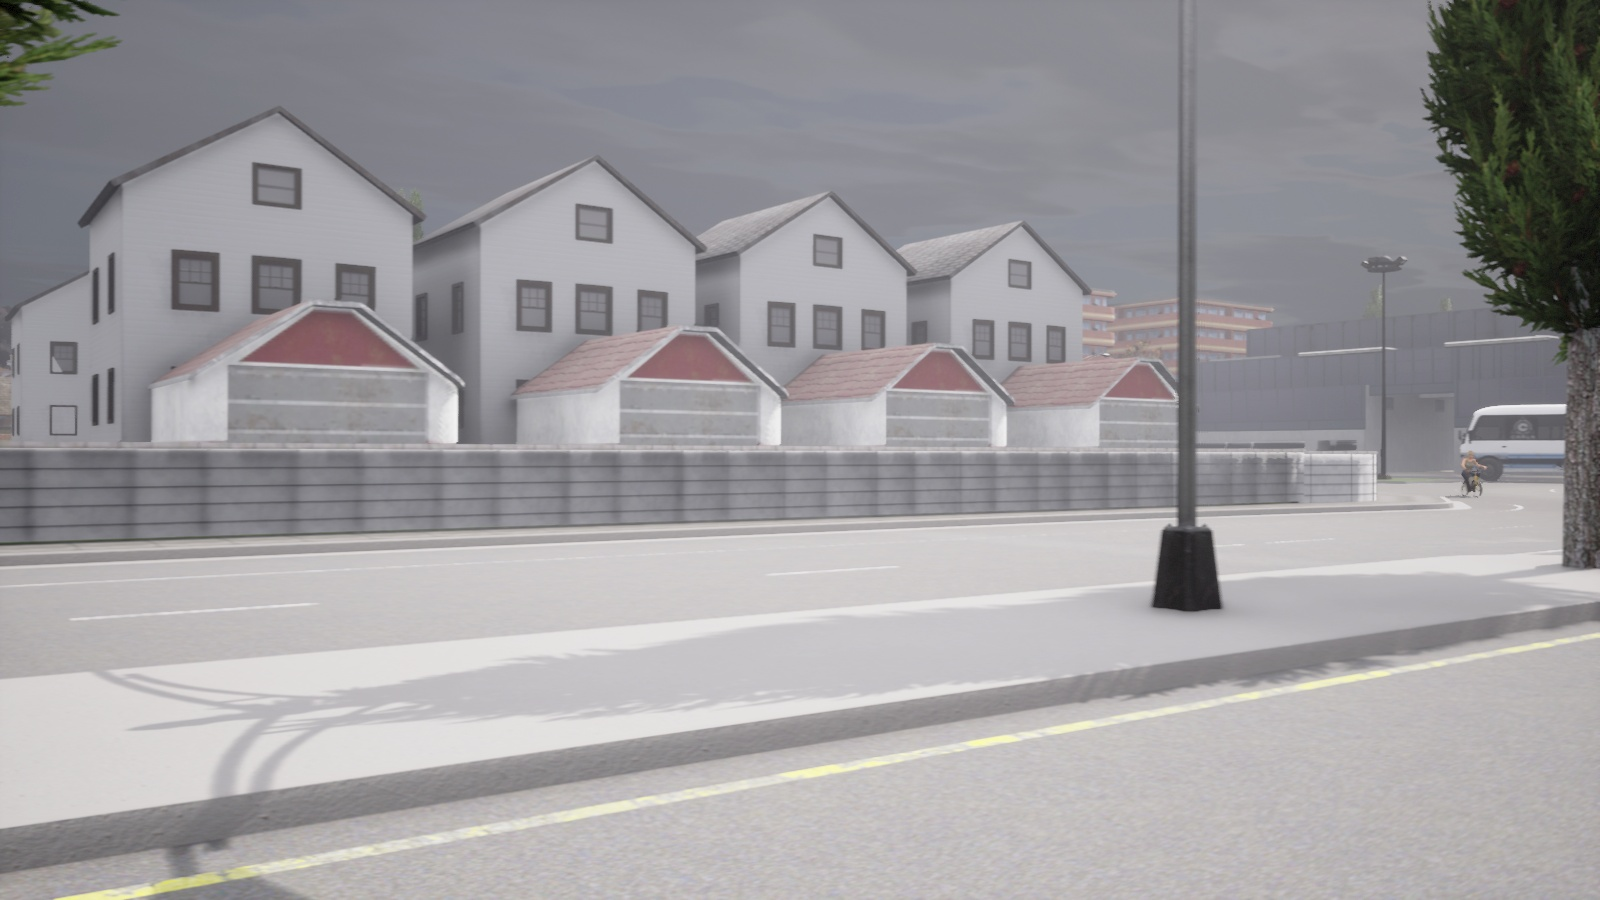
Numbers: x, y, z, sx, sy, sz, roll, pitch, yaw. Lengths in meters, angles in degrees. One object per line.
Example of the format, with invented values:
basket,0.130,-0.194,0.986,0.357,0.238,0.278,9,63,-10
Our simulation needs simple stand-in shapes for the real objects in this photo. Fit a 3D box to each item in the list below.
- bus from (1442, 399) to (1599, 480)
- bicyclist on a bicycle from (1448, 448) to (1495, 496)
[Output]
bus,41.328,-0.550,69.229,10.273,4.253,3.944,0,0,31
bicyclist on a bicycle,23.230,0.739,43.483,0.866,1.612,1.509,1,0,4
